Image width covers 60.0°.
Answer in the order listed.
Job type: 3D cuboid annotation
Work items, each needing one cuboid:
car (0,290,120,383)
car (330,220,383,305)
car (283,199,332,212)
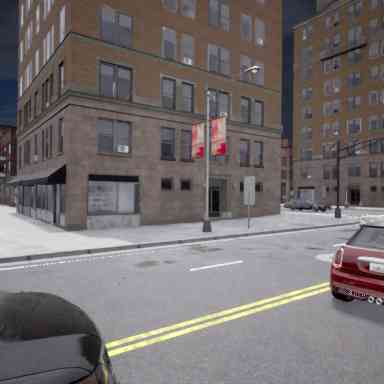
[{"bbox_3d":[-3.005,1.221,1.291,5.566,2.045,2.150,0,0,-36],"label":"car"},{"bbox_3d":[4.991,1.355,7.085,4.553,1.767,2.097,0,0,-36],"label":"car"},{"bbox_3d":[12.877,1.469,37.443,2.033,1.411,5.357,1,0,-36],"label":"car"}]
